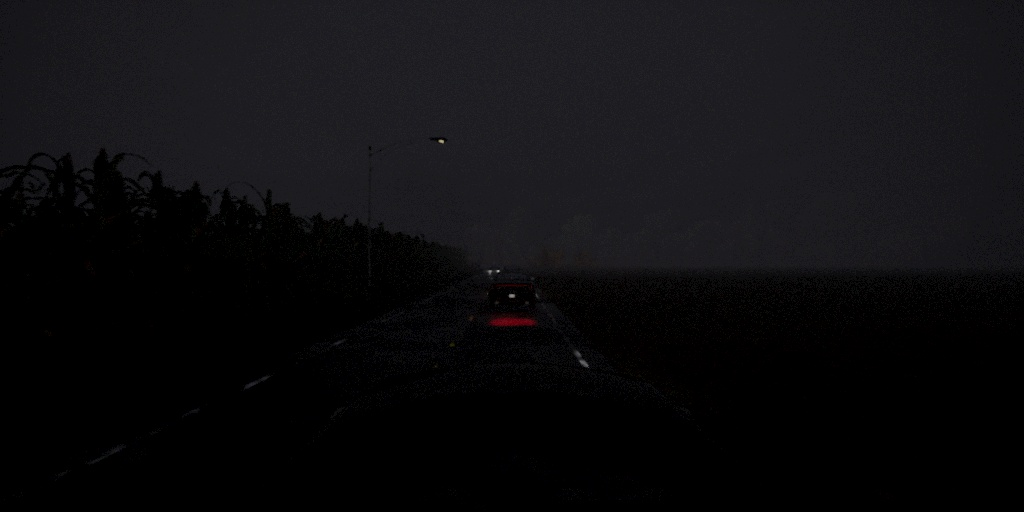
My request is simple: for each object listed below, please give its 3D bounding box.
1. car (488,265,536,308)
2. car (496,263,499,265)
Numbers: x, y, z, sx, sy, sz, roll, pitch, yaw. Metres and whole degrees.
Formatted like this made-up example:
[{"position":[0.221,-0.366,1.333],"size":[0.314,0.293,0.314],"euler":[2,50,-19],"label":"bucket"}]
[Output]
[{"position":[0.015,1.374,16.061],"size":[1.882,1.535,5.008],"euler":[0,0,0],"label":"car"},{"position":[-0.005,1.531,30.318],"size":[2.128,1.511,4.902],"euler":[0,0,0],"label":"car"}]
